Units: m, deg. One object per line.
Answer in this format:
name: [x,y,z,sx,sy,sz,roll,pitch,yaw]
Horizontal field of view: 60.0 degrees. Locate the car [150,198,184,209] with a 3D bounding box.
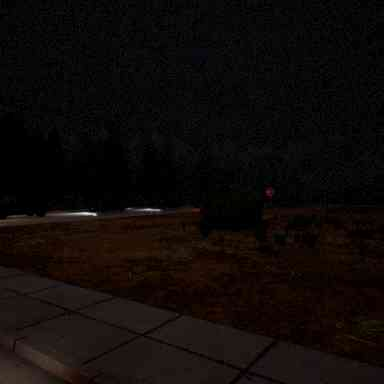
car: [-3.357,1.574,46.043,2.033,1.411,5.357,0,0,37]

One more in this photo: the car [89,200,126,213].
car: [-9.556,1.591,37.660,1.994,1.385,4.181,0,0,37]

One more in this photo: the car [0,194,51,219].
car: [-15.451,1.248,29.682,2.150,2.045,5.566,0,0,36]

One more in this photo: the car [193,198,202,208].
car: [2.123,1.532,47.265,1.837,1.490,4.892,0,0,36]
